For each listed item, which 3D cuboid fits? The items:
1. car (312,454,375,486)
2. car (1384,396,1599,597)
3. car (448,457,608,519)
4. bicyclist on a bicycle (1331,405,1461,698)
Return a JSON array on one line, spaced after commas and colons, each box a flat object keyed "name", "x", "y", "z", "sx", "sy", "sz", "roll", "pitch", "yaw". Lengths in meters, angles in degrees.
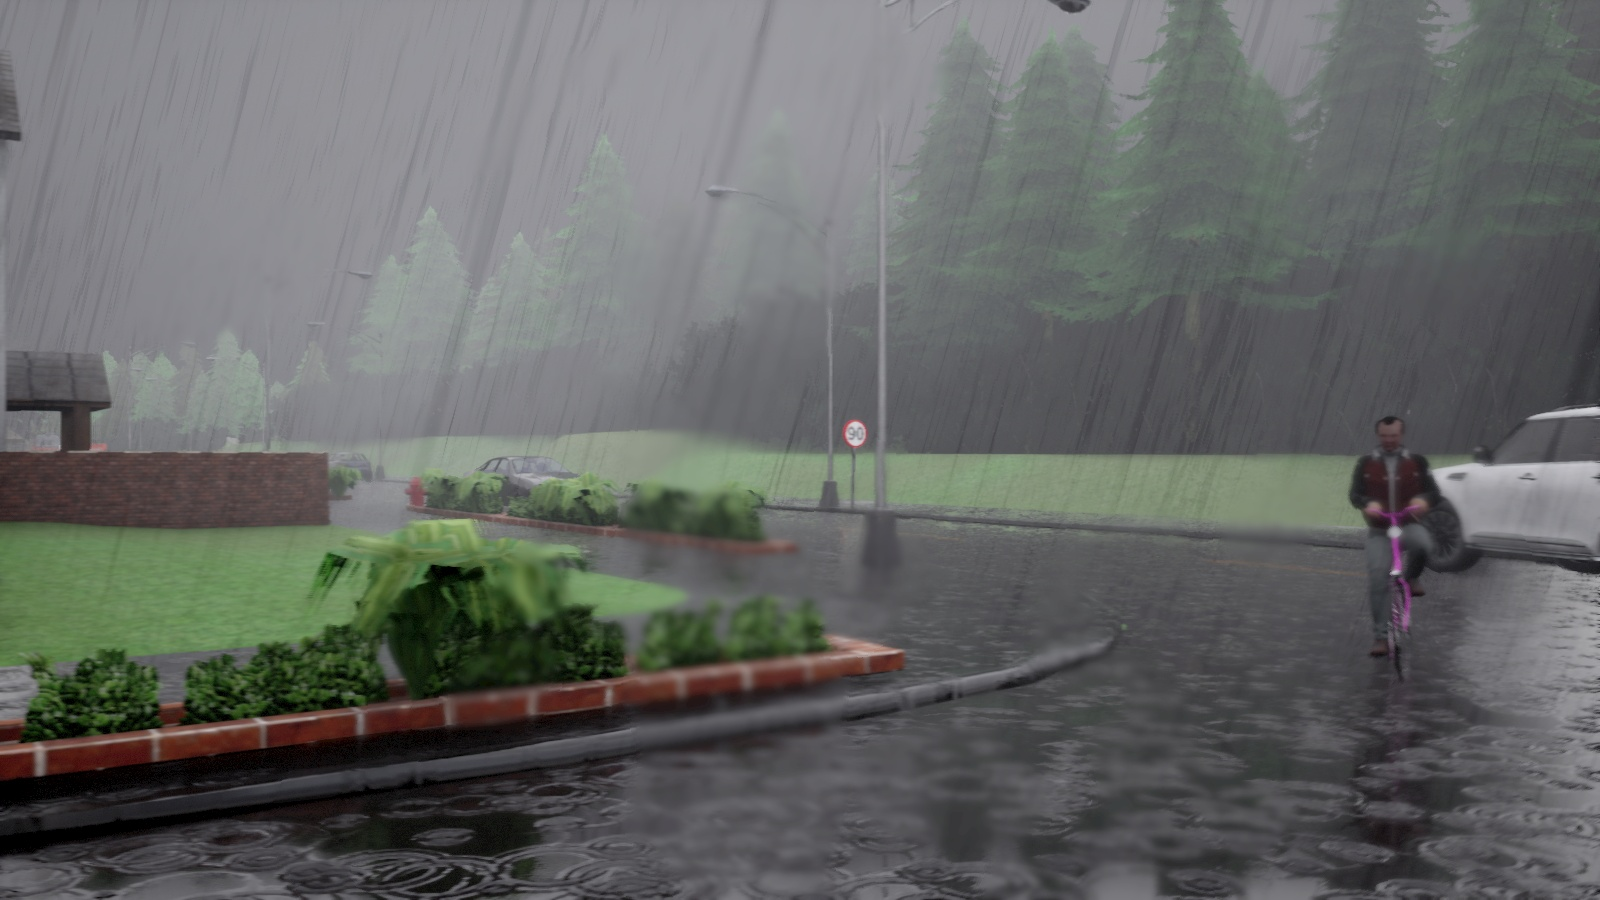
[{"name": "car", "x": -21.944, "y": 0.953, "z": 60.237, "sx": 1.816, "sy": 1.474, "sz": 4.193, "roll": 0, "pitch": 0, "yaw": -35}, {"name": "car", "x": 9.090, "y": 0.480, "z": 14.014, "sx": 2.150, "sy": 2.045, "sz": 5.566, "roll": 0, "pitch": 0, "yaw": -6}, {"name": "car", "x": -6.939, "y": 0.885, "z": 31.598, "sx": 2.033, "sy": 1.411, "sz": 5.357, "roll": 0, "pitch": 0, "yaw": -35}, {"name": "bicyclist on a bicycle", "x": 4.063, "y": 0.629, "z": 8.582, "sx": 0.659, "sy": 1.776, "sz": 1.843, "roll": -2, "pitch": -1, "yaw": 25}]
